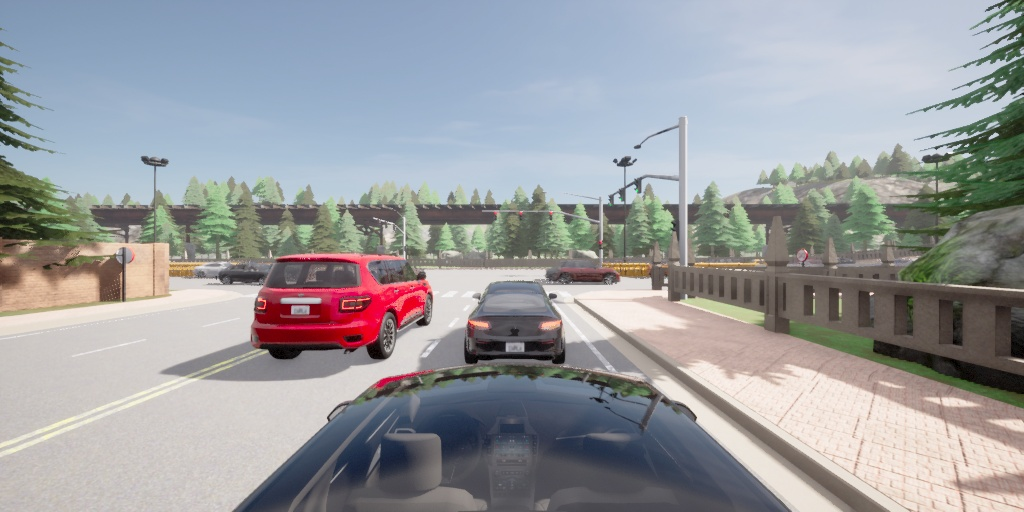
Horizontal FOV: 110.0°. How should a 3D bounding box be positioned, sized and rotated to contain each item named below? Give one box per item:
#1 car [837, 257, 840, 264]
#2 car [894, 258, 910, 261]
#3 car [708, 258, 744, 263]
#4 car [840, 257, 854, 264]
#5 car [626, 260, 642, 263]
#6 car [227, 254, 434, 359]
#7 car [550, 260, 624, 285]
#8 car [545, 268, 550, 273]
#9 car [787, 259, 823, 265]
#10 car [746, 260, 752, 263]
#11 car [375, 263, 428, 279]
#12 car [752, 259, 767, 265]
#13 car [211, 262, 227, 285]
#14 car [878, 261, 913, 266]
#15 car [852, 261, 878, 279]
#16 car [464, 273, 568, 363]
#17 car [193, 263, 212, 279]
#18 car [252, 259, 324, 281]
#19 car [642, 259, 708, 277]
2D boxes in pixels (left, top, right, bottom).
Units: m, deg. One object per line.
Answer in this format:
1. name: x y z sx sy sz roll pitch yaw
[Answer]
1. car: 35.687 1.141 43.050 5.008 1.535 1.882 -1 0 0
2. car: 42.054 0.974 39.534 5.357 1.411 2.033 -3 0 0
3. car: 22.433 1.102 39.573 4.553 1.767 2.097 0 0 0
4. car: 41.609 0.953 46.535 4.892 1.490 1.837 -3 0 0
5. car: 13.412 1.228 39.609 5.008 1.535 1.882 0 0 0
6. car: -3.440 0.971 8.515 2.150 2.045 5.566 0 0 0
7. car: 5.257 1.102 25.445 4.553 1.767 2.097 0 0 0
8. car: 4.708 1.314 28.946 4.181 1.385 1.994 0 0 0
9. car: 31.421 1.337 39.555 4.718 1.301 1.895 0 0 0
10. car: 25.538 1.102 43.064 4.553 1.767 2.097 0 0 0
11. car: -9.953 1.314 32.515 4.181 1.385 1.994 0 0 0
12. car: 31.746 1.210 46.553 5.008 1.535 1.882 -1 0 0
13. car: -17.805 1.256 24.942 4.892 1.490 1.837 0 -1 11
14. car: 29.773 1.294 25.359 5.357 1.411 2.033 0 0 0
15. car: 30.578 1.307 28.862 4.181 1.385 1.994 0 0 0
16. car: 0.063 1.276 7.963 1.812 1.442 4.674 0 0 0
17. car: -26.246 1.276 32.591 4.674 1.442 1.812 0 0 0
18. car: -18.056 1.101 29.051 4.553 1.767 2.097 0 0 0
19. car: 14.663 1.101 32.402 4.553 1.767 2.097 0 0 0
